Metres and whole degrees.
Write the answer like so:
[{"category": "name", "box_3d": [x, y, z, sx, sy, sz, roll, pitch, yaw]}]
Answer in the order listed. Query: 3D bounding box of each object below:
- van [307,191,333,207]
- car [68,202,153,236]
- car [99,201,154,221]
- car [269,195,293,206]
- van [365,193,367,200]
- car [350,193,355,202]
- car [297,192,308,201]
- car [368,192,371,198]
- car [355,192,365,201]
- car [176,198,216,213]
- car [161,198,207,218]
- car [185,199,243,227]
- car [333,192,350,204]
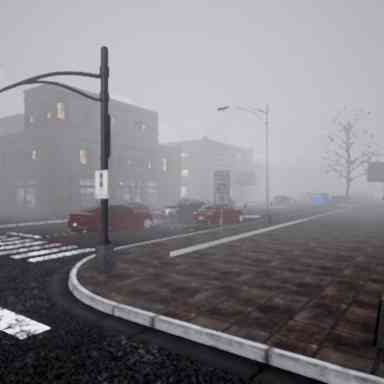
[{"category": "van", "box_3d": [16.813, 1.020, 43.468, 1.690, 1.788, 3.998, 0, 1, 35]}, {"category": "car", "box_3d": [-4.164, 1.380, 17.790, 1.882, 1.535, 5.008, 0, 0, 34]}, {"category": "car", "box_3d": [-5.102, 1.448, 26.465, 1.802, 1.307, 4.206, 0, 1, 35]}, {"category": "car", "box_3d": [12.504, 1.206, 47.307, 1.812, 1.442, 4.674, 0, 0, 35]}, {"category": "van", "box_3d": [35.643, 0.805, 70.758, 1.690, 1.788, 3.998, 0, 1, 35]}, {"category": "car", "box_3d": [26.228, 1.115, 57.115, 1.887, 1.381, 4.507, 0, 1, 35]}, {"category": "car", "box_3d": [22.468, 0.859, 66.421, 2.192, 1.841, 5.009, 0, 1, 35]}, {"category": "car", "box_3d": [38.782, 0.973, 75.308, 1.887, 1.381, 4.507, 0, 1, 35]}, {"category": "car", "box_3d": [32.505, 0.939, 66.211, 1.967, 1.590, 4.097, 0, 1, 35]}, {"category": "car", "box_3d": [0.500, 1.351, 34.584, 2.008, 1.369, 4.403, 0, 1, 35]}, {"category": "car", "box_3d": [-0.612, 1.326, 28.420, 2.128, 1.511, 4.902, 0, 0, 35]}, {"category": "car", "box_3d": [1.796, 1.401, 21.706, 1.887, 1.381, 4.507, 0, 1, 35]}, {"category": "car", "box_3d": [23.089, 1.172, 52.566, 1.947, 1.339, 4.313, 0, 1, 35]}]
